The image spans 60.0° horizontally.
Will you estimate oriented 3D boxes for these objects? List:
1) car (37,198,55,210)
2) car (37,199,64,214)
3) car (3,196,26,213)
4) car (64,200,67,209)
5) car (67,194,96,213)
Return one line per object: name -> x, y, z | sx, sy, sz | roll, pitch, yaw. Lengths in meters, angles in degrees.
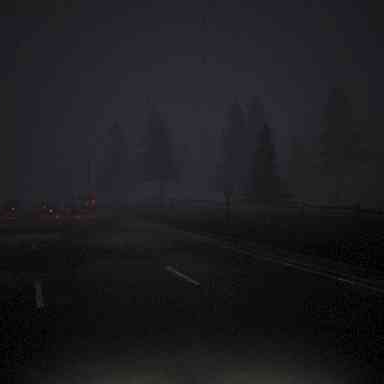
car -> -19.037, 1.564, 43.332 | 1.994, 1.385, 4.181 | 0, 0, -27
car -> -15.171, 1.601, 35.481 | 1.895, 1.301, 4.718 | 0, 0, -26
car -> -20.066, 1.505, 37.501 | 1.837, 1.490, 4.892 | 0, 0, -26
car -> -16.581, 1.526, 46.124 | 1.812, 1.442, 4.674 | 0, 0, -26
car -> -12.317, 1.221, 37.468 | 2.150, 2.045, 5.566 | 0, 0, -26
